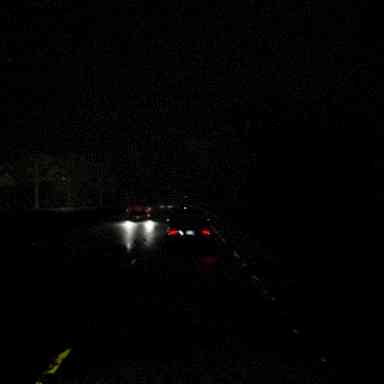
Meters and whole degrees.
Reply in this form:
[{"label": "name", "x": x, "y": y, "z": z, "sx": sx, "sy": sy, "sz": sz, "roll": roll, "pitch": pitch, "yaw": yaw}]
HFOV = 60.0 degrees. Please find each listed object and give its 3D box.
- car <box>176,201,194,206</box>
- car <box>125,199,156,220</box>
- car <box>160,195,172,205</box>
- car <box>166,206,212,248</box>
[{"label": "car", "x": -0.759, "y": 1.654, "z": 35.964, "sx": 1.994, "sy": 1.385, "sz": 4.181, "roll": 0, "pitch": -1, "yaw": -2}, {"label": "car", "x": -4.223, "y": 1.380, "z": 27.873, "sx": 2.097, "sy": 1.767, "sz": 4.553, "roll": 0, "pitch": 0, "yaw": -2}, {"label": "car", "x": -5.317, "y": 1.689, "z": 69.239, "sx": 2.150, "sy": 2.045, "sz": 5.566, "roll": 0, "pitch": -1, "yaw": -2}, {"label": "car", "x": -0.155, "y": 1.544, "z": 14.701, "sx": 2.033, "sy": 1.411, "sz": 5.357, "roll": 0, "pitch": 0, "yaw": -2}]
